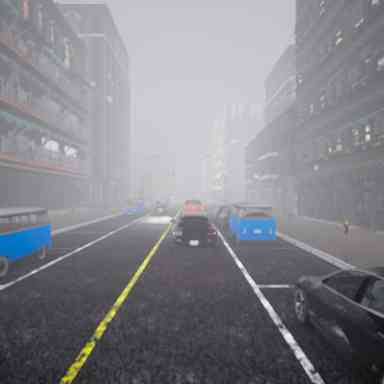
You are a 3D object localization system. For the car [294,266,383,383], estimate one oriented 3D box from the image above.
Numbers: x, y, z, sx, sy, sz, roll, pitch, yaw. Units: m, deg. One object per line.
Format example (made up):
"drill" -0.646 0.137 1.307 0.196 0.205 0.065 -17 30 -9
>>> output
"car" 2.695 1.579 4.208 1.947 1.339 4.313 0 0 0

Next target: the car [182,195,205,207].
"car" 0.092 1.461 32.255 2.097 1.767 4.553 0 0 0

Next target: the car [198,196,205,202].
"car" 2.693 1.934 93.197 1.887 1.381 4.507 0 0 0

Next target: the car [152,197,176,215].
"car" -3.098 1.611 34.976 2.128 1.511 4.902 0 0 0

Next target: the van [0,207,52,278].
"van" -5.685 1.372 9.871 1.690 1.788 3.998 0 0 0

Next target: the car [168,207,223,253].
"car" 0.085 1.568 13.713 1.812 1.442 4.674 0 0 0

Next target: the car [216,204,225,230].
"car" 2.695 1.635 21.195 1.947 1.339 4.313 0 0 0

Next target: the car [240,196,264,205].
"car" 13.466 1.894 75.245 5.009 1.841 2.192 1 -1 -1

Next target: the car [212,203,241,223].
"car" 2.694 1.655 26.858 1.947 1.339 4.313 0 0 0

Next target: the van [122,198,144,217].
"van" -5.685 1.451 32.519 1.690 1.788 3.998 0 0 0

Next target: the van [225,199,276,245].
"van" 2.696 1.390 15.534 1.690 1.788 3.998 0 0 0
